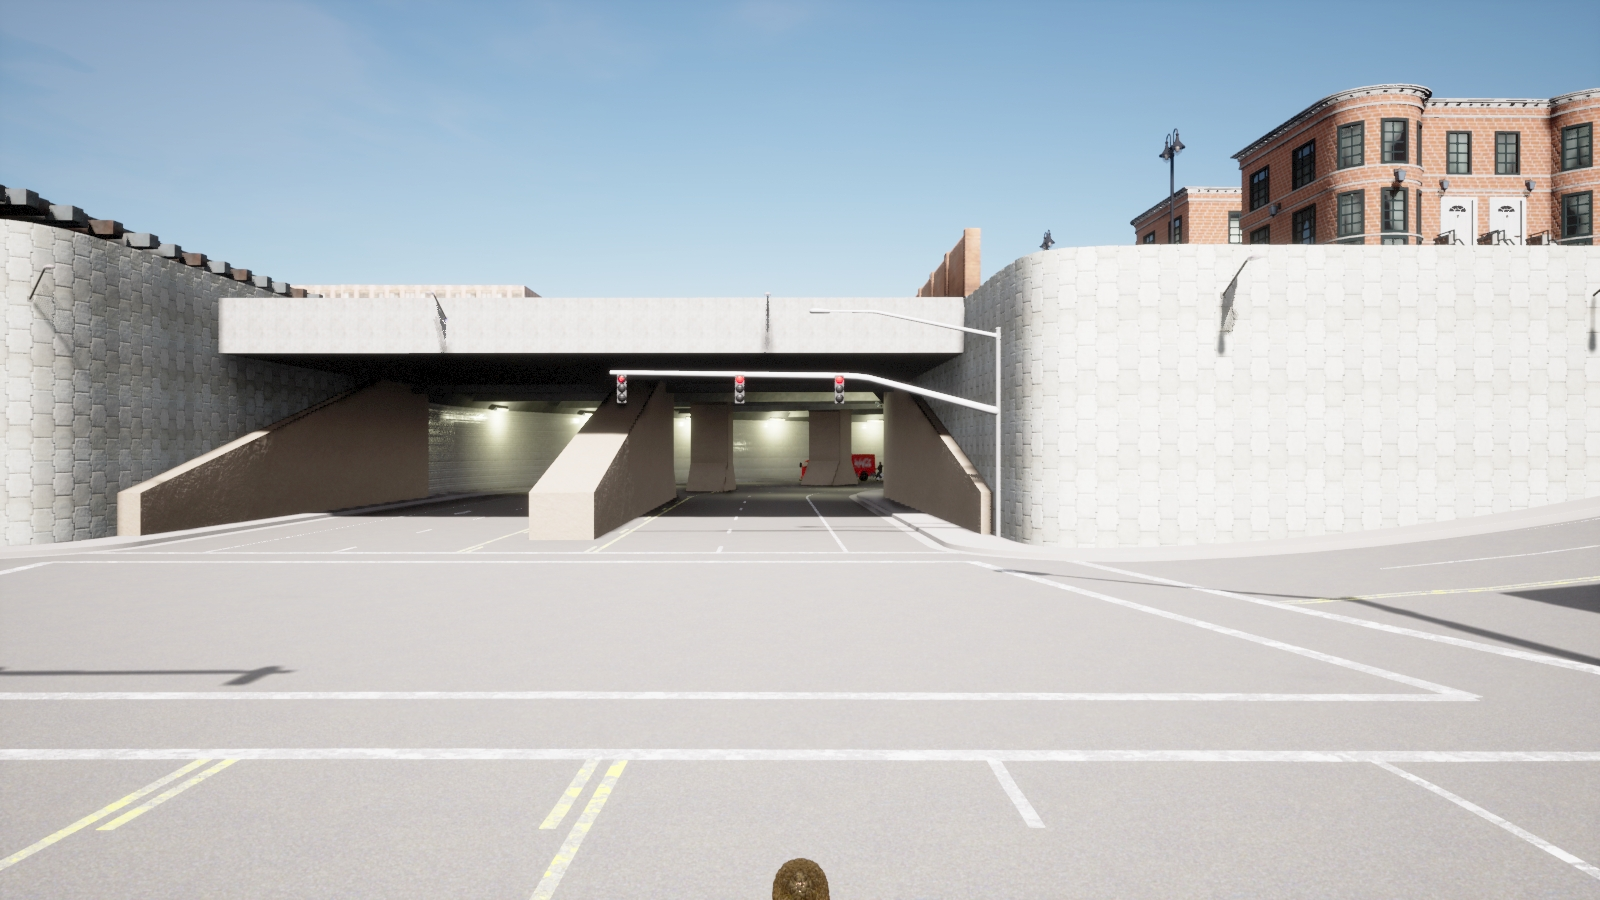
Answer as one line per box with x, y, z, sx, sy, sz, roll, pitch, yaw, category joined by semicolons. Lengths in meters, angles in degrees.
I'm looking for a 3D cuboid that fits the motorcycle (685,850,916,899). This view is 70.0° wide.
0.004;2.174;3.443;0.803;1.224;2.033;0;0;0;motorcycle
